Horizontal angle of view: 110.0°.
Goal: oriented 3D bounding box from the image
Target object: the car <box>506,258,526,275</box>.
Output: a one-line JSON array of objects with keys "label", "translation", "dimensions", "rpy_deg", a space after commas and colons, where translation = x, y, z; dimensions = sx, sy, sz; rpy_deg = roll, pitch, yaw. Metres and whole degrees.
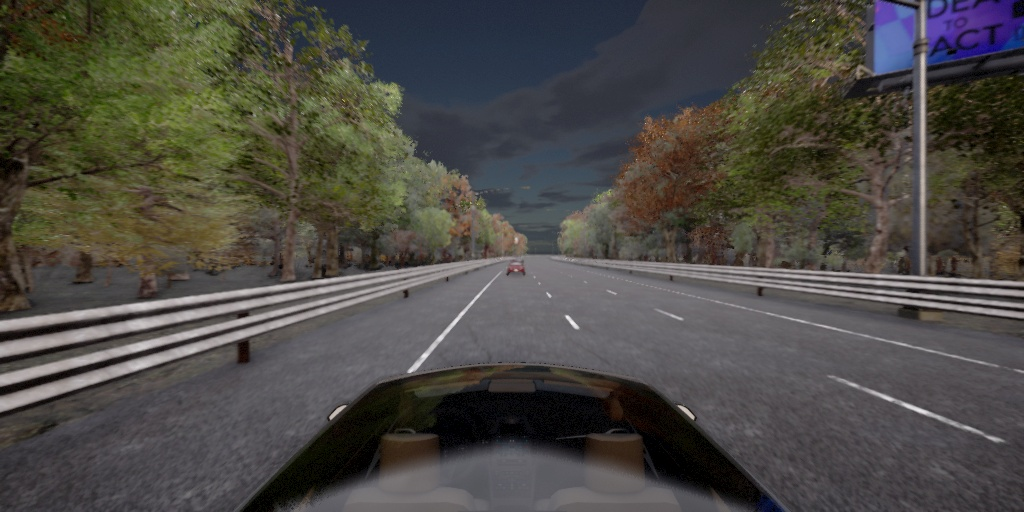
[{"label": "car", "translation": [0.440, 1.182, 37.088], "dimensions": [1.812, 1.442, 4.674], "rpy_deg": [0, 0, 2]}]
